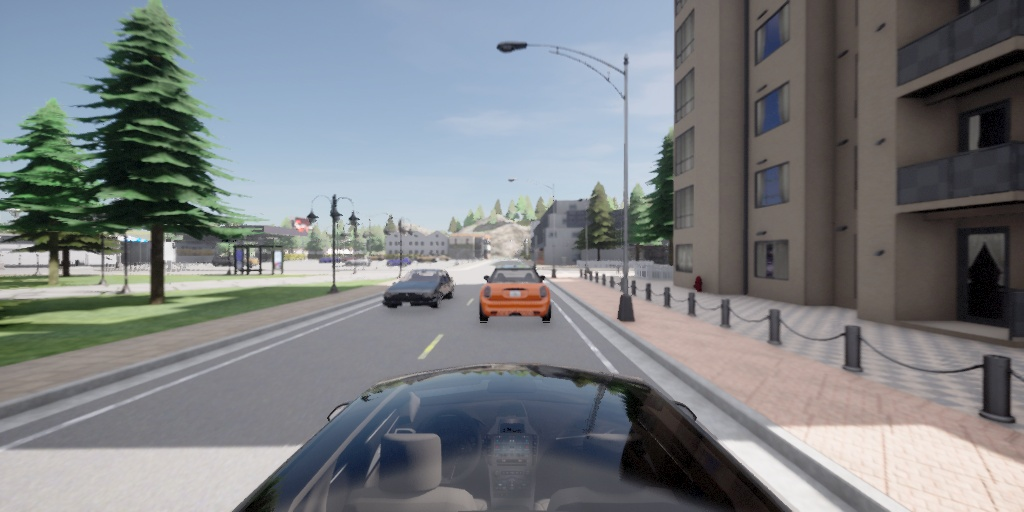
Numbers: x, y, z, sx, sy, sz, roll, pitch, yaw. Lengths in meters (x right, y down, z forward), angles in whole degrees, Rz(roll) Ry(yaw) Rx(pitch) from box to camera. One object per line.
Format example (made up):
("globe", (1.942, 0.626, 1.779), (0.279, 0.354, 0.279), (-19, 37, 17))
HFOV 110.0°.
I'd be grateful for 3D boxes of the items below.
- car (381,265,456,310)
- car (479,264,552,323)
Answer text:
("car", (-3.530, 1.237, 14.686), (2.033, 1.411, 5.357), (0, 0, 0))
("car", (0.090, 1.055, 12.085), (2.097, 1.767, 4.553), (0, 0, 0))
